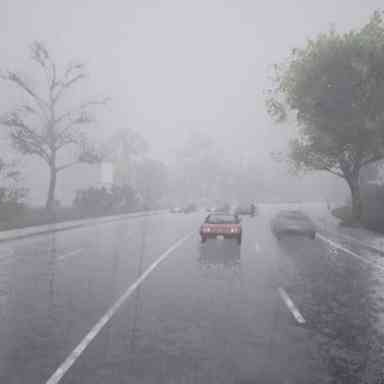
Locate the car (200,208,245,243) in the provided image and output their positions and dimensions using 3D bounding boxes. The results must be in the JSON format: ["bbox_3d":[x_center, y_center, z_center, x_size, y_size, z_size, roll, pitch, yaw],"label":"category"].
[{"bbox_3d":[1.590,1.709,16.741,1.895,1.301,4.718,0,0,9],"label":"car"}]

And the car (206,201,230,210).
[{"bbox_3d":[2.988,1.725,37.438,2.128,1.511,4.902,0,0,20],"label":"car"}]

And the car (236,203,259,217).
[{"bbox_3d":[5.637,1.774,33.881,2.033,1.411,5.357,0,0,18],"label":"car"}]

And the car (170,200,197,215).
[{"bbox_3d":[-0.845,1.704,36.986,2.128,1.511,4.902,0,0,19],"label":"car"}]

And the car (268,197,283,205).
[{"bbox_3d":[18.599,1.980,73.578,1.882,1.535,5.008,0,0,37],"label":"car"}]

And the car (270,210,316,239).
[{"bbox_3d":[5.413,1.696,18.212,1.994,1.385,4.181,0,0,9],"label":"car"}]

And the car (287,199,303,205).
[{"bbox_3d":[22.610,2.101,73.056,1.895,1.301,4.718,0,0,39],"label":"car"}]
